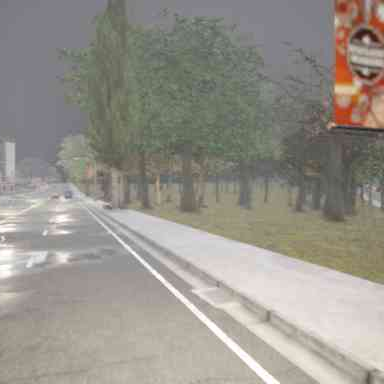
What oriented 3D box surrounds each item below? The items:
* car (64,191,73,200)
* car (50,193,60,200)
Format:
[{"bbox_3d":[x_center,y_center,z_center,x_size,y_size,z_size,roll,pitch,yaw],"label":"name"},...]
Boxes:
[{"bbox_3d":[-30.801,1.083,83.215,1.837,1.490,4.892,-1,1,-21],"label":"car"},{"bbox_3d":[-34.134,1.134,82.843,1.812,1.442,4.674,-1,1,-21],"label":"car"}]
